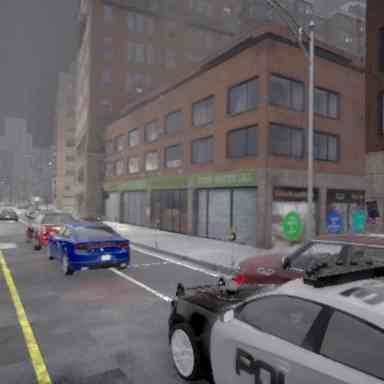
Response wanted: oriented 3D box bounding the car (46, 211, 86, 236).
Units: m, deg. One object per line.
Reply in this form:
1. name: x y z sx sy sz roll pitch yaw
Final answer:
1. car: -9.146 2.174 23.870 1.752 1.417 4.829 1 -2 -32

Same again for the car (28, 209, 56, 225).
1. car: -14.942 2.426 33.030 1.947 1.339 4.313 1 -2 -32

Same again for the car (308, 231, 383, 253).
1. car: 2.717 1.523 5.122 2.192 1.841 5.009 1 -2 -32

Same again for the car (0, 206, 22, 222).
1. car: -19.309 2.418 34.684 1.994 1.385 4.181 2 -2 -32

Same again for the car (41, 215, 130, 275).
1. car: -3.834 1.816 11.827 1.882 1.535 5.008 2 -2 -32

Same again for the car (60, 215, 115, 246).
1. car: -6.113 2.103 19.072 1.947 1.339 4.313 1 -2 -32

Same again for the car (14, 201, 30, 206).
1. car: -39.133 3.426 76.692 1.947 1.339 4.313 1 -2 -23

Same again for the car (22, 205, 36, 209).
1. car: -17.885 2.532 37.683 1.947 1.339 4.313 1 -2 -32

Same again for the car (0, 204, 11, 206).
1. car: -24.945 2.654 43.513 1.895 1.301 4.718 2 -2 -32

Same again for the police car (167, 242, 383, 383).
1. police car: 1.453 1.565 3.472 1.930 1.638 5.238 2 -2 -32

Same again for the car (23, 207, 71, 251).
1. car: -7.074 1.806 16.843 2.097 1.767 4.553 2 -2 -32
